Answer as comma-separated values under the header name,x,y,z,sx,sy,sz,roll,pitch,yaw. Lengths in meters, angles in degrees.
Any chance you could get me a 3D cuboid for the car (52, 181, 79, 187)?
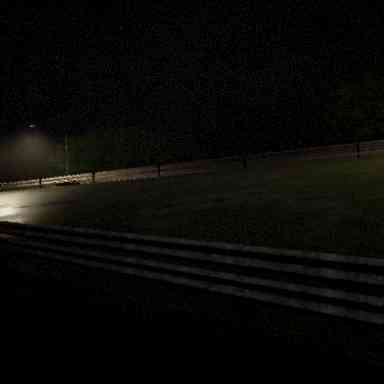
name,x,y,z,sx,sy,sz,roll,pitch,yaw
car,-20.501,-1.218,53.656,4.892,1.490,1.837,-4,-2,26
